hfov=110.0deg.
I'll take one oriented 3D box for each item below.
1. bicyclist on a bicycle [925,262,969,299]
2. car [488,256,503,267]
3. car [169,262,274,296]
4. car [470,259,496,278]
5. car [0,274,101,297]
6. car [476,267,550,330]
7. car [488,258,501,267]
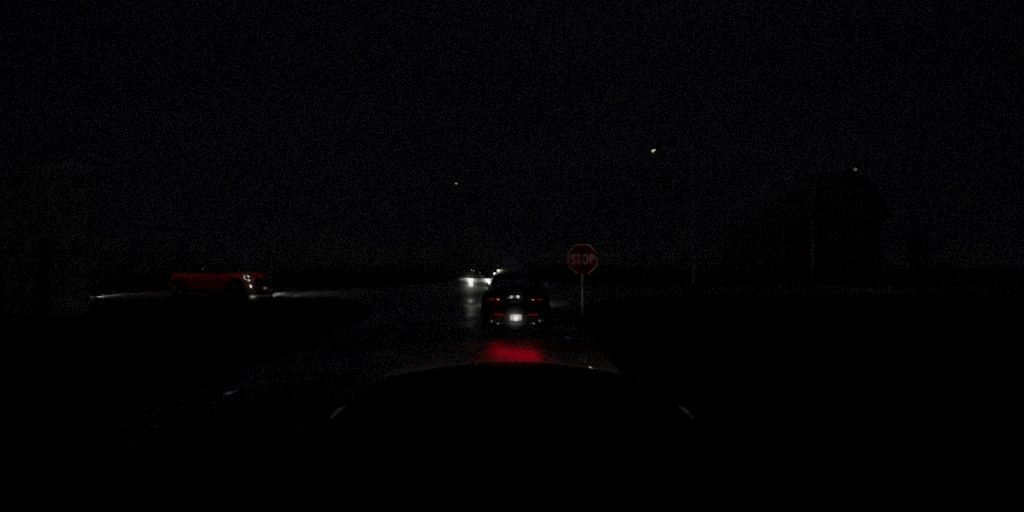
[{"bbox_3d":[19.947,1.097,16.476,0.582,1.620,1.656,0,0,0],"label":"bicyclist on a bicycle"},{"bbox_3d":[-2.834,1.009,55.807,2.150,2.045,5.566,0,0,1],"label":"car"},{"bbox_3d":[-15.461,1.169,19.275,4.553,1.767,2.097,0,-1,1],"label":"car"},{"bbox_3d":[-2.896,1.274,34.942,1.837,1.490,4.892,0,0,1],"label":"car"},{"bbox_3d":[-25.137,1.417,19.263,4.674,1.442,1.812,-1,-1,0],"label":"car"},{"bbox_3d":[0.098,1.258,11.186,1.837,1.490,4.892,0,0,0],"label":"car"},{"bbox_3d":[-2.842,1.326,45.331,2.033,1.411,5.357,0,0,0],"label":"car"}]
